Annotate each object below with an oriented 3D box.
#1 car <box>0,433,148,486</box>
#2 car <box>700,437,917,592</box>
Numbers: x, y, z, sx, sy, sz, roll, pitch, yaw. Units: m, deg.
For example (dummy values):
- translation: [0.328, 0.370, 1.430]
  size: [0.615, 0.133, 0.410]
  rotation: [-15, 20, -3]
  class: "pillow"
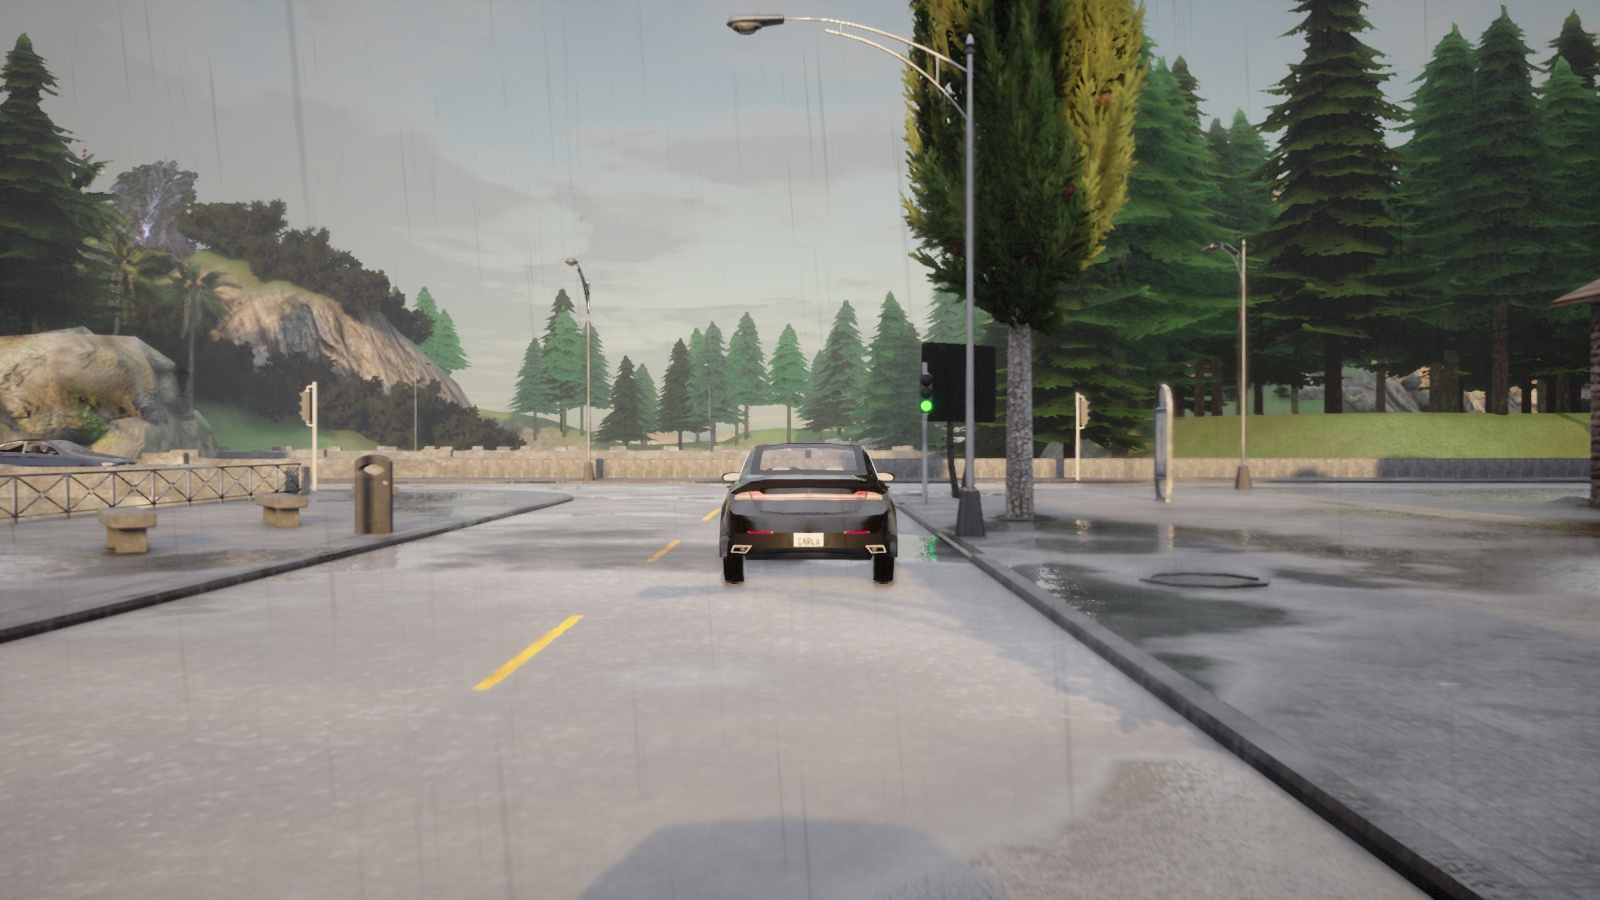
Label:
- translation: [-23.847, 0.280, 40.023]
  size: [5.027, 1.651, 2.152]
  rotation: [0, 0, 0]
  class: "car"
- translation: [0.097, 0.620, 14.755]
  size: [2.128, 1.511, 4.902]
  rotation: [0, 0, 0]
  class: "car"
